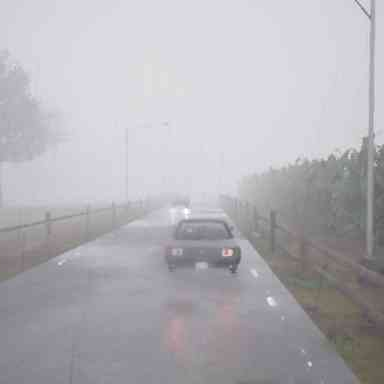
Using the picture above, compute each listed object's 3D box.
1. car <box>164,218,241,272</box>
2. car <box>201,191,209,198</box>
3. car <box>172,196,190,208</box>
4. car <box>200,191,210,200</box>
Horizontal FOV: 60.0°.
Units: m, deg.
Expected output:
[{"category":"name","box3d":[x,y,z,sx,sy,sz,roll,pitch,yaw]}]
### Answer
[{"category":"car","box3d":[0.338,1.451,10.211,1.895,1.301,4.718,0,1,2]},{"category":"car","box3d":[3.159,0.585,79.658,1.837,1.490,4.892,0,0,2]},{"category":"car","box3d":[-1.248,1.097,38.935,1.895,1.301,4.718,0,1,2]},{"category":"car","box3d":[2.735,0.807,69.245,2.128,1.511,4.902,0,0,2]}]
